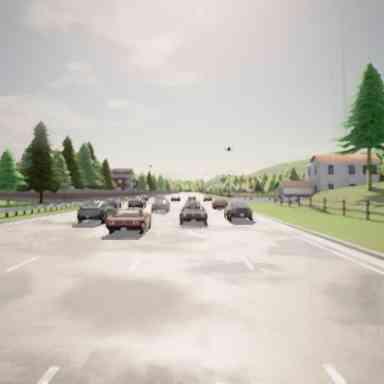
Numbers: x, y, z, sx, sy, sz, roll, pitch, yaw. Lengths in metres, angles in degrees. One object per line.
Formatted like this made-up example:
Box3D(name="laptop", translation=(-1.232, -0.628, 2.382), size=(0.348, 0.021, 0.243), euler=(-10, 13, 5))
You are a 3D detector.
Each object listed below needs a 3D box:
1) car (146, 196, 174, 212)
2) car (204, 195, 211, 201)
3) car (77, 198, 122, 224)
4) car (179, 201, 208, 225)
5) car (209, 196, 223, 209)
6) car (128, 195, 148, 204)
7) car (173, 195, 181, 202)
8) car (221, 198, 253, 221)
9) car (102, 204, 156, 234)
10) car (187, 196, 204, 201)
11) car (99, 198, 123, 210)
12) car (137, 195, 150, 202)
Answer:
Box3D(name="car", translation=(-3.402, 1.479, 36.775), size=(2.033, 1.411, 5.357), euler=(0, 0, 0))
Box3D(name="car", translation=(3.497, 1.418, 72.210), size=(1.994, 1.385, 4.181), euler=(0, 0, 0))
Box3D(name="car", translation=(-6.901, 1.446, 24.445), size=(2.128, 1.511, 4.902), euler=(0, 0, 0))
Box3D(name="car", translation=(0.098, 1.557, 23.675), size=(1.895, 1.301, 4.718), euler=(0, 0, 0))
Box3D(name="car", translation=(3.597, 1.484, 42.947), size=(1.994, 1.385, 4.181), euler=(0, 0, 0))
Box3D(name="car", translation=(-6.902, 1.413, 42.145), size=(2.128, 1.511, 4.902), euler=(0, 0, 0))
Box3D(name="car", translation=(-3.503, 1.419, 71.793), size=(1.994, 1.385, 4.181), euler=(0, 0, 0))
Box3D(name="car", translation=(3.585, 1.477, 26.126), size=(1.812, 1.442, 4.674), euler=(0, 0, 0))
Box3D(name="car", translation=(-3.401, 1.566, 18.847), size=(1.895, 1.301, 4.718), euler=(0, 0, 0))
Box3D(name="car", translation=(0.099, 1.525, 40.763), size=(1.895, 1.301, 4.718), euler=(0, 0, 0))
Box3D(name="car", translation=(-10.401, 1.484, 42.953), size=(1.994, 1.385, 4.181), euler=(0, 0, 0))
Box3D(name="car", translation=(-10.503, 1.392, 72.209), size=(2.128, 1.511, 4.902), euler=(0, 0, 0))
